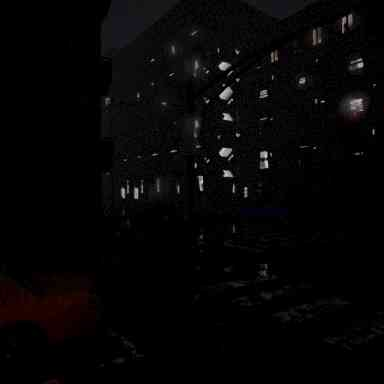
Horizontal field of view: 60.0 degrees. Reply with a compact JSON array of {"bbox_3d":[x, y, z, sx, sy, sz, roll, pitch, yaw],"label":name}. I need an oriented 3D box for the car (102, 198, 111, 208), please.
[{"bbox_3d":[-11.737,1.463,47.827,1.887,1.381,4.507,-1,0,-36],"label":"car"}]

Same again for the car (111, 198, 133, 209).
[{"bbox_3d":[-8.407,1.463,43.249,1.887,1.381,4.507,-1,0,-36],"label":"car"}]

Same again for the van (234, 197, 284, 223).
[{"bbox_3d":[4.913,1.280,24.934,1.690,1.788,3.998,0,0,-36],"label":"van"}]

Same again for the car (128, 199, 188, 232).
[{"bbox_3d":[-1.876,1.441,20.020,1.967,1.590,4.097,0,0,-36],"label":"car"}]

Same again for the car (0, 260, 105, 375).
[{"bbox_3d":[-3.568,1.525,4.020,4.829,1.417,1.752,0,0,-36],"label":"car"}]
